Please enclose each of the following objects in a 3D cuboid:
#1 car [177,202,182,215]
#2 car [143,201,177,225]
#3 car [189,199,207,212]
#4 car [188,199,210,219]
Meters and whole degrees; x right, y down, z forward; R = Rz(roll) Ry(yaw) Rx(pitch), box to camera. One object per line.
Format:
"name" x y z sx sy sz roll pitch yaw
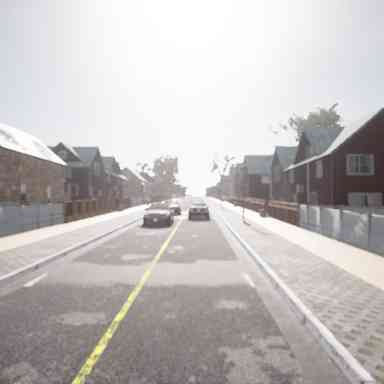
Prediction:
"car" -2.103 1.558 33.918 1.994 1.385 4.181 0 0 1
"car" -2.307 1.530 23.747 1.812 1.442 4.674 0 0 1
"car" 0.792 1.569 40.718 2.033 1.411 5.357 0 0 1
"car" 0.614 1.551 29.591 2.033 1.411 5.357 0 0 2
